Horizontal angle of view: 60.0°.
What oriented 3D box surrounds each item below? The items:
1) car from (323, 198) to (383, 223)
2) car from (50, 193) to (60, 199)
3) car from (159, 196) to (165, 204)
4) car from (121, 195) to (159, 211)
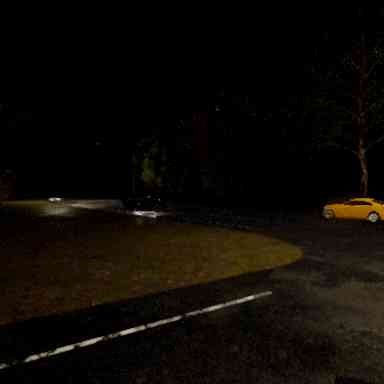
[{"bbox_3d":[11.373,1.182,22.598,1.882,1.535,5.008,-1,1,-35],"label":"car"},{"bbox_3d":[-32.256,0.874,78.210,1.895,1.301,4.718,-1,1,-27],"label":"car"},{"bbox_3d":[-5.646,1.067,47.556,1.994,1.385,4.181,-1,1,-34],"label":"car"},{"bbox_3d":[-5.860,1.118,35.424,1.882,1.535,5.008,-1,1,-34],"label":"car"}]
